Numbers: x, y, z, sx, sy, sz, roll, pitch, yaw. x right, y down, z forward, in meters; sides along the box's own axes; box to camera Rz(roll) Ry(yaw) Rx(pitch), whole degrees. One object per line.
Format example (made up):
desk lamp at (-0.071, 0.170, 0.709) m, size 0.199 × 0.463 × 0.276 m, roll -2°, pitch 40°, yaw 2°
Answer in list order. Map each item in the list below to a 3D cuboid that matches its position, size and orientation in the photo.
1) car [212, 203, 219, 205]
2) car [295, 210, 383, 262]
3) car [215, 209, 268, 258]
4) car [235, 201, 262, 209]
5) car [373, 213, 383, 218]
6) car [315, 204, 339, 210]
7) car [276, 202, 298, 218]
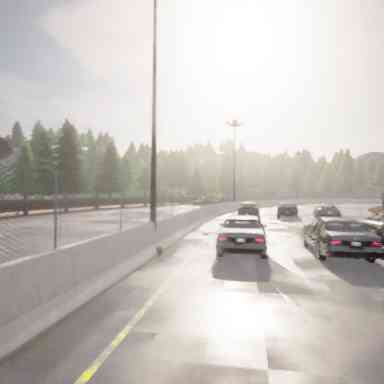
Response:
car at (4.723, 1.793, 58.860) m, size 1.837 × 1.490 × 4.892 m, roll 0°, pitch 0°, yaw 28°
car at (5.450, 1.651, 12.650) m, size 2.033 × 1.411 × 5.357 m, roll 0°, pitch 0°, yaw 10°
car at (1.994, 1.621, 13.206) m, size 2.033 × 1.411 × 5.357 m, roll 0°, pitch 0°, yaw 10°
car at (5.492, 1.689, 31.694) m, size 1.837 × 1.490 × 4.892 m, roll 0°, pitch 0°, yaw 15°
car at (9.595, 1.720, 16.203) m, size 1.994 × 1.385 × 4.181 m, roll 0°, pitch 0°, yaw 9°
car at (12.522, 1.808, 30.911) m, size 1.994 × 1.385 × 4.181 m, roll 0°, pitch 0°, yaw 15°
car at (9.330, 1.699, 32.528) m, size 1.882 × 1.535 × 5.008 m, roll 0°, pitch 0°, yaw 15°
